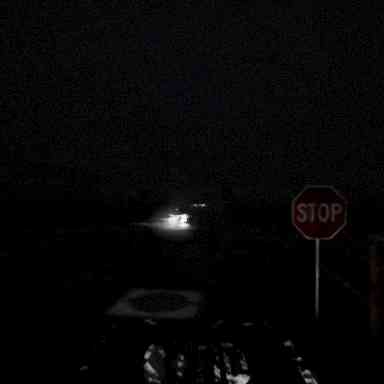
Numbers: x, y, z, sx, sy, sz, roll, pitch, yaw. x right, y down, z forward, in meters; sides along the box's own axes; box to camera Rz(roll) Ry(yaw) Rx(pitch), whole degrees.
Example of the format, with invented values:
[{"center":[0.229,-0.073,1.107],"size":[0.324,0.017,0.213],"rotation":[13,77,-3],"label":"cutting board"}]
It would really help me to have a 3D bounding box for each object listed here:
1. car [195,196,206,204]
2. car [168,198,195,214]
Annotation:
[{"center":[1.502,1.396,59.477],"size":[2.033,1.411,5.357],"rotation":[0,0,9],"label":"car"},{"center":[-1.250,1.425,34.299],"size":[2.128,1.511,4.902],"rotation":[0,0,5],"label":"car"}]
